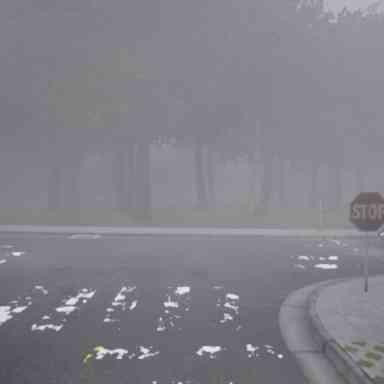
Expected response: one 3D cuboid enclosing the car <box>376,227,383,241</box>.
[{"bbox_3d":[10.339,1.524,13.826,4.892,1.490,1.837,0,1,0],"label":"car"}]
